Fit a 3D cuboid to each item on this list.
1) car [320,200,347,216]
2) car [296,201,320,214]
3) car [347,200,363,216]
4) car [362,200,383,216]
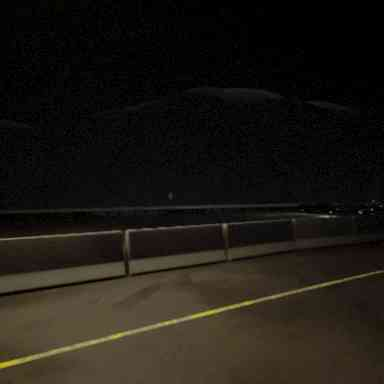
[{"bbox_3d":[15.580,1.530,32.643,5.357,1.411,2.033,0,0,-24],"label":"car"},{"bbox_3d":[13.520,1.577,35.533,4.718,1.301,1.895,0,0,-24],"label":"car"},{"bbox_3d":[16.455,1.478,29.156,4.902,1.511,2.128,0,0,-24],"label":"car"},{"bbox_3d":[15.691,1.538,24.980,5.357,1.411,2.033,0,0,-26],"label":"car"}]
